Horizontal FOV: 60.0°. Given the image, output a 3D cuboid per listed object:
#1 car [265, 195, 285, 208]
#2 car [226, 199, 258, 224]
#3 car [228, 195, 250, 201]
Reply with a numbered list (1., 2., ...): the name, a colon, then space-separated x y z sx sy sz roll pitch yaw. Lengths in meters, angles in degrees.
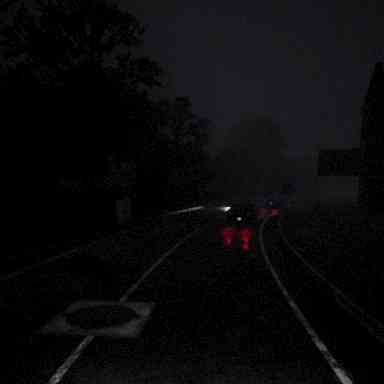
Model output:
1. car: 10.167 1.084 40.649 1.812 1.442 4.674 3 2 26
2. car: 3.802 1.498 24.567 1.895 1.301 4.718 2 1 16
3. car: 5.706 1.039 39.901 1.994 1.385 4.181 2 2 26
